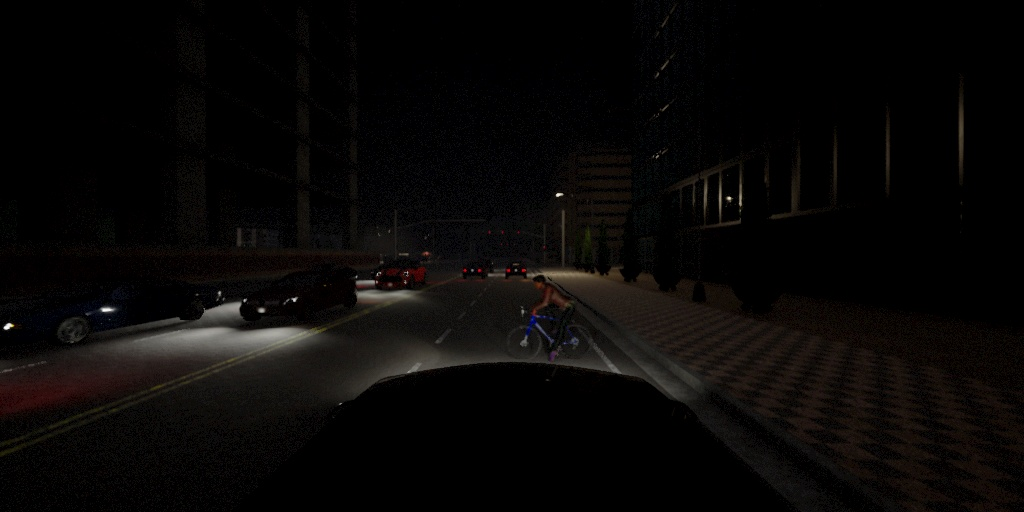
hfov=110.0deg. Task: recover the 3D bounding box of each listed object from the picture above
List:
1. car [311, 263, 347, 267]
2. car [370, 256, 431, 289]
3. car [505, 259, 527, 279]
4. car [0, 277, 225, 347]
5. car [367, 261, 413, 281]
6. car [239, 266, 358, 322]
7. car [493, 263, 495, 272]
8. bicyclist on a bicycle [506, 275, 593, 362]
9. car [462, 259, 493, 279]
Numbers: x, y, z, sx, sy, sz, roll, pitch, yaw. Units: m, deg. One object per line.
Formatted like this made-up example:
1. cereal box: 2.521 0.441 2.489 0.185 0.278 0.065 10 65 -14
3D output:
1. car: -10.398 1.184 20.049 2.128 1.511 4.902 0 0 1
2. car: -6.866 1.038 22.530 2.097 1.767 4.553 0 0 1
3. car: 0.371 1.208 31.231 2.033 1.411 5.357 0 0 1
4. car: -10.527 1.272 9.555 2.033 1.411 5.357 0 0 1
5. car: -10.238 1.208 30.624 2.033 1.411 5.357 0 0 1
6. car: -6.986 1.242 12.363 1.812 1.442 4.674 0 0 1
7. car: -3.067 1.135 41.017 1.837 1.490 4.892 0 0 1
8. bicyclist on a bicycle: 0.699 1.173 6.772 1.656 1.620 0.582 -2 0 1
9. car: -3.129 1.207 31.276 2.033 1.411 5.357 0 0 1
